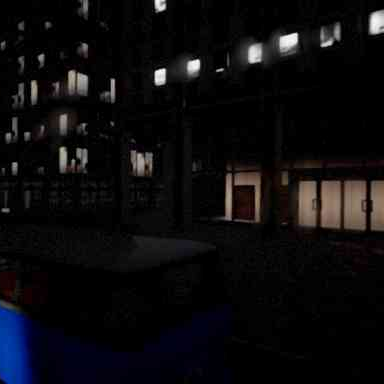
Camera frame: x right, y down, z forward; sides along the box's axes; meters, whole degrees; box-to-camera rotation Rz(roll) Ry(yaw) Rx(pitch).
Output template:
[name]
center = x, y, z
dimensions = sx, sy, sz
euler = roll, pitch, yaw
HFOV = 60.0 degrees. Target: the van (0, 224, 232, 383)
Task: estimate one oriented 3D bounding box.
[van]
center = -1.502, 1.349, 3.935
dimensions = 3.998, 1.788, 1.690
euler = 0, 0, 36
